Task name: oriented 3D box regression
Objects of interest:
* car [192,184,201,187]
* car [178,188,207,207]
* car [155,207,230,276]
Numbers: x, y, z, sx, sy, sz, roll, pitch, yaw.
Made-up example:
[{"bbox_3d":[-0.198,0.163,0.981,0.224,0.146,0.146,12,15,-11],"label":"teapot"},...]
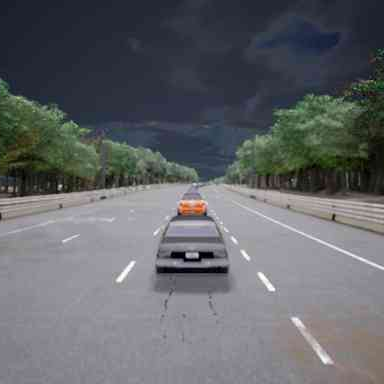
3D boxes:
[{"bbox_3d":[0.202,-0.305,64.648,1.994,1.385,4.181,0,2,1],"label":"car"},{"bbox_3d":[0.013,0.857,25.166,2.097,1.767,4.553,0,2,0],"label":"car"},{"bbox_3d":[0.004,1.393,9.823,2.033,1.411,5.357,0,1,0],"label":"car"}]
